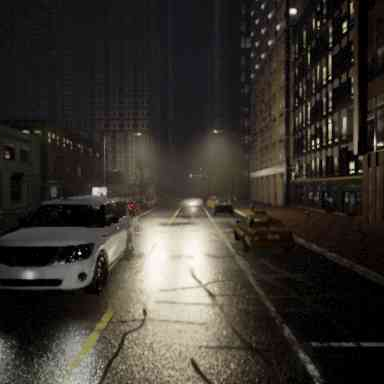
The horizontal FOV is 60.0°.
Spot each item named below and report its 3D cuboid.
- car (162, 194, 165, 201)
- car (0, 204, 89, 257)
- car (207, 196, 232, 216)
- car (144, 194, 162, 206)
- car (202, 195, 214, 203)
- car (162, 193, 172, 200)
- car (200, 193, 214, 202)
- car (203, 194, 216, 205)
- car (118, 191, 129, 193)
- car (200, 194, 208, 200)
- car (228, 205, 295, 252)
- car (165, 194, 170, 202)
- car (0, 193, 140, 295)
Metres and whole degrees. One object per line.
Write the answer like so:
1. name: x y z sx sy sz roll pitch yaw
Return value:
1. car: -5.695 1.255 51.794 1.802 1.307 4.206 0 0 0
2. car: -5.694 1.355 13.124 1.967 1.590 4.097 0 0 0
3. car: 2.686 1.361 29.701 2.008 1.369 4.403 0 0 0
4. car: -5.695 1.147 46.268 1.967 1.590 4.097 0 0 0
5. car: 2.685 1.184 57.321 1.887 1.381 4.507 0 0 0
6. car: -5.825 1.058 78.041 1.887 1.381 4.507 0 0 0
7. car: 2.684 0.988 51.796 2.192 1.841 5.009 0 0 0
8. car: 2.685 1.265 40.918 1.752 1.417 4.829 0 0 0
9. car: -18.609 0.731 93.379 5.009 1.841 2.192 0 1 1
10. car: 2.814 1.087 79.418 1.802 1.307 4.206 0 0 0
11. car: 2.686 1.439 13.297 1.752 1.417 4.829 0 0 0
12. car: -5.696 1.046 62.841 1.967 1.590 4.097 0 0 0
13. car: -3.001 1.164 8.891 2.150 2.045 5.566 0 0 0
